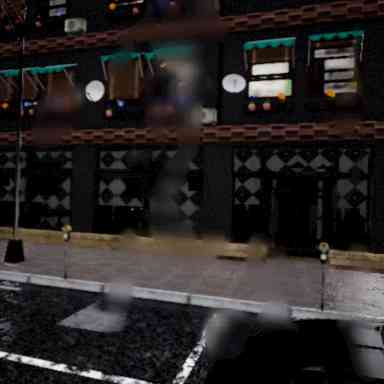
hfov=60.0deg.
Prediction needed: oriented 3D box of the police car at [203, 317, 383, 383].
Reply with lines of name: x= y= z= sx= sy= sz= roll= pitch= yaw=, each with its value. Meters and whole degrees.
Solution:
police car: x=2.668 y=1.540 z=2.340 sx=5.238 sy=1.638 sz=1.930 roll=2 pitch=0 yaw=16
